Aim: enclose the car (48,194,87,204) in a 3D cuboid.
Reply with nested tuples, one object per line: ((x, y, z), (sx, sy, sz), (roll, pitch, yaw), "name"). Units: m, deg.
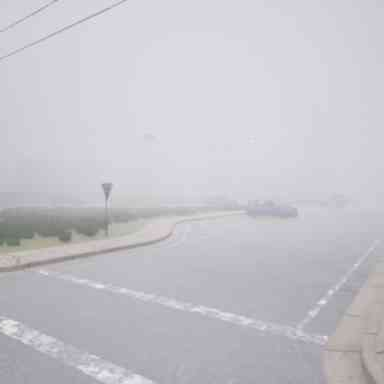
((-19.272, 1.344, 51.625), (5.566, 2.045, 2.150), (0, -1, -15), "car")

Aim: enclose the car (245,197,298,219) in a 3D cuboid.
((7.146, 1.510, 29.931), (4.611, 1.667, 2.242), (0, 0, 35), "car")

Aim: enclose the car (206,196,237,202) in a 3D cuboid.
((4.326, 1.376, 49.014), (4.605, 1.855, 1.932), (0, 0, 35), "car")

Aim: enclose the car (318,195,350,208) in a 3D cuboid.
((21.028, 1.343, 49.761), (3.866, 1.878, 1.905), (0, 0, 35), "car")

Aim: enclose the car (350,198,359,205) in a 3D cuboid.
((28.294, 1.538, 61.131), (4.193, 1.474, 1.816), (0, 0, 35), "car")
